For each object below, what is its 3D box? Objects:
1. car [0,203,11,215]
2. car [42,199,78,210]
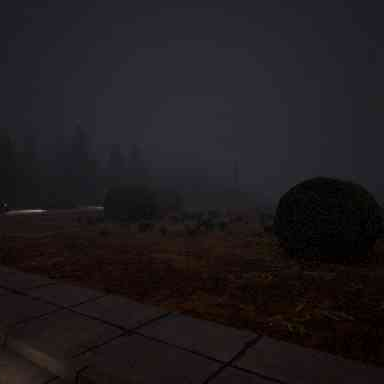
[{"bbox_3d":[-19.916,1.349,31.765,2.097,1.767,4.553,0,0,36],"label":"car"},{"bbox_3d":[-16.737,1.555,42.309,1.994,1.385,4.181,0,0,37],"label":"car"}]
